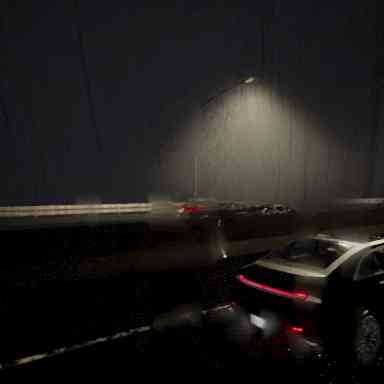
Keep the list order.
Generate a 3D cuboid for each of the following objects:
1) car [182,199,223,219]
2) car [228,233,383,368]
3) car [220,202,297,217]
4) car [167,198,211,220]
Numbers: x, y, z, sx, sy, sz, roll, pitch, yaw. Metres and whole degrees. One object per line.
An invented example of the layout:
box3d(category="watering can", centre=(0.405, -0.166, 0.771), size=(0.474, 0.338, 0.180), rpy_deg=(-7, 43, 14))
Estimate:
box3d(category="car", centre=(2.110, 1.453, 22.598), size=(5.008, 1.535, 1.882), rpy_deg=(0, 0, -35))
box3d(category="car", centre=(2.856, 1.482, 5.758), size=(4.902, 1.511, 2.128), rpy_deg=(0, 0, -35))
box3d(category="car", centre=(4.294, 1.481, 19.853), size=(4.892, 1.490, 1.837), rpy_deg=(0, 0, -35))
box3d(category="car", centre=(0.300, 1.326, 25.600), size=(4.553, 1.767, 2.097), rpy_deg=(0, 0, -35))
